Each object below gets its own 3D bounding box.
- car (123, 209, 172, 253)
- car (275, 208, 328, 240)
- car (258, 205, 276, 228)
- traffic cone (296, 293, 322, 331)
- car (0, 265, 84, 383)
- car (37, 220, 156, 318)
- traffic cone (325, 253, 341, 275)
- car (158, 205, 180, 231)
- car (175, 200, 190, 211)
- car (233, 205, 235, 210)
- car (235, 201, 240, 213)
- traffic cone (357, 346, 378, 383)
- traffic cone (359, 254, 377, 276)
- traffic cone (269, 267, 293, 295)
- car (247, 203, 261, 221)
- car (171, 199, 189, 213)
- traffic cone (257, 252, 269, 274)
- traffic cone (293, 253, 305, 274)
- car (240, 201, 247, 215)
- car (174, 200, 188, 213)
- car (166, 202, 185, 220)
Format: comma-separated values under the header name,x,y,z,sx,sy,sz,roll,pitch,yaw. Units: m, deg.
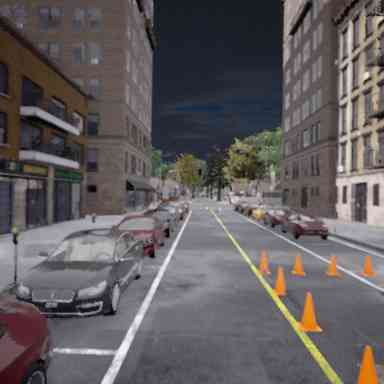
name,x,y,z,sx,sy,sz,roll,pitch,yaw
car,-2.043,1.583,12.976,1.887,1.381,4.507,1,0,1
car,6.105,1.788,18.310,1.802,1.307,4.206,1,0,1
car,6.233,1.822,23.827,1.802,1.307,4.206,1,0,1
traffic cone,2.000,2.022,5.695,0.340,0.580,0.340,1,0,1
car,-2.299,1.555,1.941,1.802,1.307,4.206,1,0,1
car,-2.171,1.556,7.458,2.008,1.369,4.403,1,0,1
traffic cone,4.092,2.079,9.647,0.340,0.580,0.340,1,0,1
car,-1.916,1.637,18.493,1.947,1.339,4.313,1,0,1
car,-1.279,1.835,46.079,1.802,1.307,4.206,1,0,1
car,6.743,1.953,45.894,1.947,1.339,4.313,1,0,1
car,6.615,1.932,40.377,1.802,1.307,4.206,1,0,1
traffic cone,1.954,2.010,3.695,0.340,0.580,0.340,1,0,1
traffic cone,5.092,2.096,9.624,0.340,0.580,0.340,1,0,1
traffic cone,2.047,2.033,7.694,0.340,0.580,0.340,1,0,1
car,6.365,1.803,29.514,1.752,1.417,4.829,1,0,1
car,-1.405,1.656,40.562,1.967,1.590,4.097,1,0,1
traffic cone,2.093,2.045,9.693,0.340,0.580,0.340,1,0,1
traffic cone,3.092,2.062,9.670,0.340,0.580,0.340,1,0,1
car,6.488,1.858,34.860,1.887,1.381,4.507,1,0,1
car,-1.659,1.582,29.527,1.967,1.590,4.097,1,0,1
car,-1.788,1.656,24.010,2.008,1.369,4.403,1,0,1
